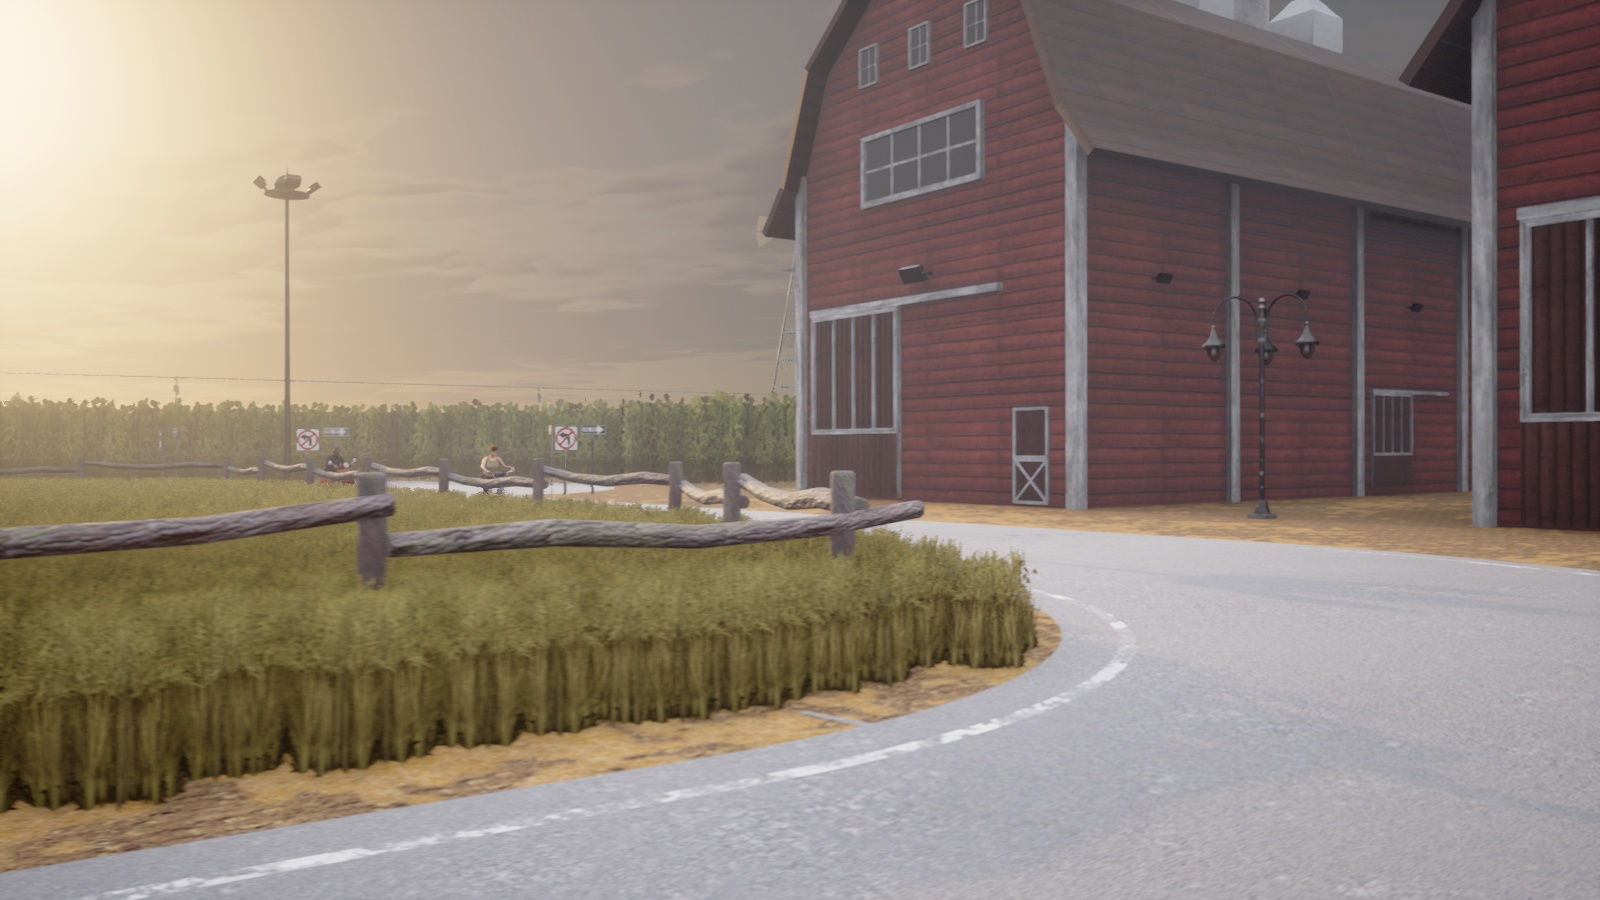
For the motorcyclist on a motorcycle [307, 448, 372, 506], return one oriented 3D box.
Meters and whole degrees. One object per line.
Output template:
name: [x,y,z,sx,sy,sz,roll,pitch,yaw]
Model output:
motorcyclist on a motorcycle: [-13.389,0.769,36.478,1.817,1.590,0.866,0,2,36]
